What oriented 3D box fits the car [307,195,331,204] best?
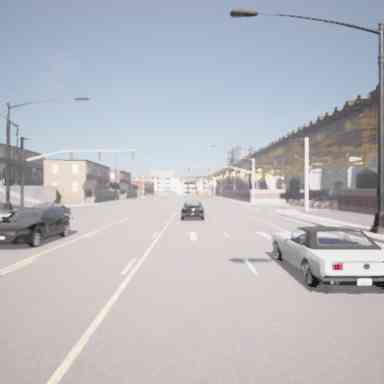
[{"bbox_3d":[19.462,1.163,50.927,1.853,1.218,4.536,0,0,44],"label":"car"}]

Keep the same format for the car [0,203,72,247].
[{"bbox_3d":[-7.090,1.438,14.908,1.882,1.535,5.008,0,0,0],"label":"car"}]

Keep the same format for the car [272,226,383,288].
[{"bbox_3d":[3.598,1.577,9.139,1.895,1.301,4.718,0,0,0],"label":"car"}]

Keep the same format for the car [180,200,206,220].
[{"bbox_3d":[0.059,1.420,26.935,2.128,1.511,4.902,0,0,0],"label":"car"}]

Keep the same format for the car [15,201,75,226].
[{"bbox_3d":[-10.547,1.482,24.444,2.033,1.411,5.357,0,0,0],"label":"car"}]

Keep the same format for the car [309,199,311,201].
[{"bbox_3d":[19.438,1.332,46.282,2.038,1.542,4.974,0,0,-36],"label":"car"}]

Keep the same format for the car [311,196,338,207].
[{"bbox_3d":[19.469,1.175,46.240,1.853,1.218,4.536,0,0,-36],"label":"car"}]
